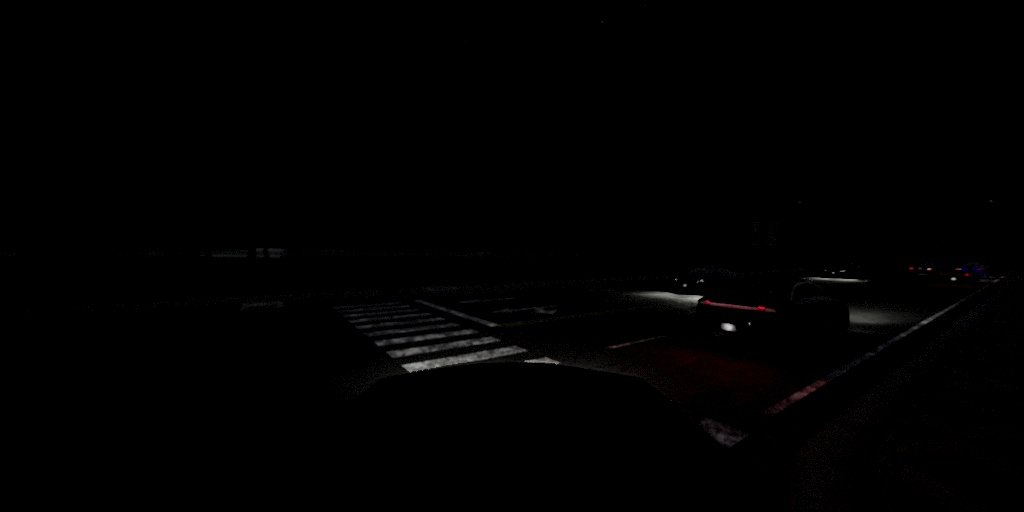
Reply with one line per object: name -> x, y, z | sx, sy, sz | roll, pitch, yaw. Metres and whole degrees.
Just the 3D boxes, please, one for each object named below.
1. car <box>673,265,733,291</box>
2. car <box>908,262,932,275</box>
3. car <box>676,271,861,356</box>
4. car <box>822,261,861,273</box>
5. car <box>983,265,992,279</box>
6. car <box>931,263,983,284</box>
car -> 10.772, 1.228, 19.654 | 4.674, 1.442, 1.812 | 0, 1, -34
car -> 43.522, 1.347, 37.846 | 5.357, 1.411, 2.033 | 0, 0, -34
car -> 6.426, 1.245, 8.693 | 4.902, 1.511, 2.128 | 0, 1, -34
car -> 30.184, 1.248, 32.816 | 4.892, 1.490, 1.837 | 1, 0, -34
car -> 43.696, 1.353, 34.092 | 4.674, 1.442, 1.812 | 0, 1, -34
car -> 34.759, 1.410, 27.957 | 4.718, 1.301, 1.895 | 0, 1, -34
